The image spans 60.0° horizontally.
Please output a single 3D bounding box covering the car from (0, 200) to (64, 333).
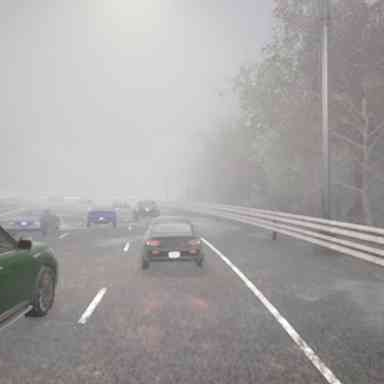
[{"bbox_3d":[-3.636,1.249,4.287,2.150,2.045,5.566,0,0,-3],"label":"car"}]

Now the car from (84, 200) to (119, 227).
[{"bbox_3d":[-6.356,1.570,23.832,1.882,1.535,5.008,0,0,-12],"label":"car"}]

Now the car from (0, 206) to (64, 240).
[{"bbox_3d":[-8.868,1.636,19.039,2.033,1.411,5.357,0,0,-11],"label":"car"}]

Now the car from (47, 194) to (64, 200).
[{"bbox_3d":[-32.103,1.573,78.361,2.150,2.045,5.566,0,0,-45],"label":"car"}]

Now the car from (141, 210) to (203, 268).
[{"bbox_3d":[-0.726,1.561,11.404,1.812,1.442,4.674,0,0,-6],"label":"car"}]

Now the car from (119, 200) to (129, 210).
[{"bbox_3d":[-10.035,1.769,45.754,1.895,1.301,4.718,0,0,-24],"label":"car"}]

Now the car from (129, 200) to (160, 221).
[{"bbox_3d":[-4.028,1.449,28.622,2.097,1.767,4.553,0,0,-14],"label":"car"}]

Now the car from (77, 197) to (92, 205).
[{"bbox_3d":[-20.612,1.766,64.128,1.837,1.490,4.892,0,-1,-35],"label":"car"}]
